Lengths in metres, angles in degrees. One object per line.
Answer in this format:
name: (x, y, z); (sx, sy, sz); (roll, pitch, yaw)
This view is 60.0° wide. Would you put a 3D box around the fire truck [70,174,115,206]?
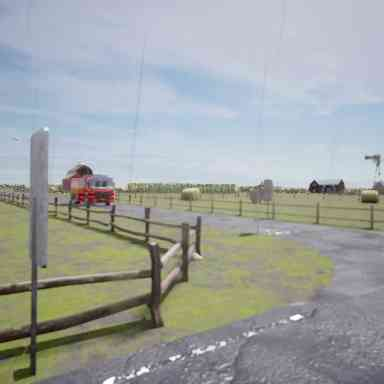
fire truck: (-12.778, -0.272, 42.074); (2.891, 3.827, 8.468); (1, 0, -35)
